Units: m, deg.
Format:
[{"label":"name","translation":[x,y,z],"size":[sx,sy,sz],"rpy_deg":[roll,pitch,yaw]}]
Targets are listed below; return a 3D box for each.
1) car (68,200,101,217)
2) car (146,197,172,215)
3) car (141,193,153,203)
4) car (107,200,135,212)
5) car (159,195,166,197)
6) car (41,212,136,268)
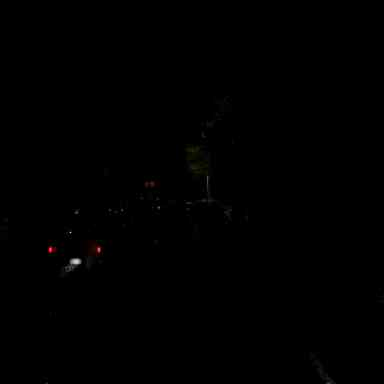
[{"label":"car","translation":[-9.849,1.486,30.837],"size":[2.128,1.511,4.902],"rpy_deg":[0,0,0]},{"label":"car","translation":[-3.152,1.543,34.105],"size":[2.033,1.411,5.357],"rpy_deg":[0,0,0]},{"label":"car","translation":[-9.757,1.310,72.257],"size":[2.150,2.045,5.566],"rpy_deg":[0,0,0]},{"label":"car","translation":[-6.599,1.499,31.197],"size":[1.837,1.490,4.892],"rpy_deg":[0,0,0]},{"label":"car","translation":[-6.507,1.440,72.317],"size":[2.097,1.767,4.553],"rpy_deg":[0,0,0]},{"label":"car","translation":[-3.149,1.589,11.231],"size":[1.895,1.301,4.718],"rpy_deg":[0,0,0]}]
